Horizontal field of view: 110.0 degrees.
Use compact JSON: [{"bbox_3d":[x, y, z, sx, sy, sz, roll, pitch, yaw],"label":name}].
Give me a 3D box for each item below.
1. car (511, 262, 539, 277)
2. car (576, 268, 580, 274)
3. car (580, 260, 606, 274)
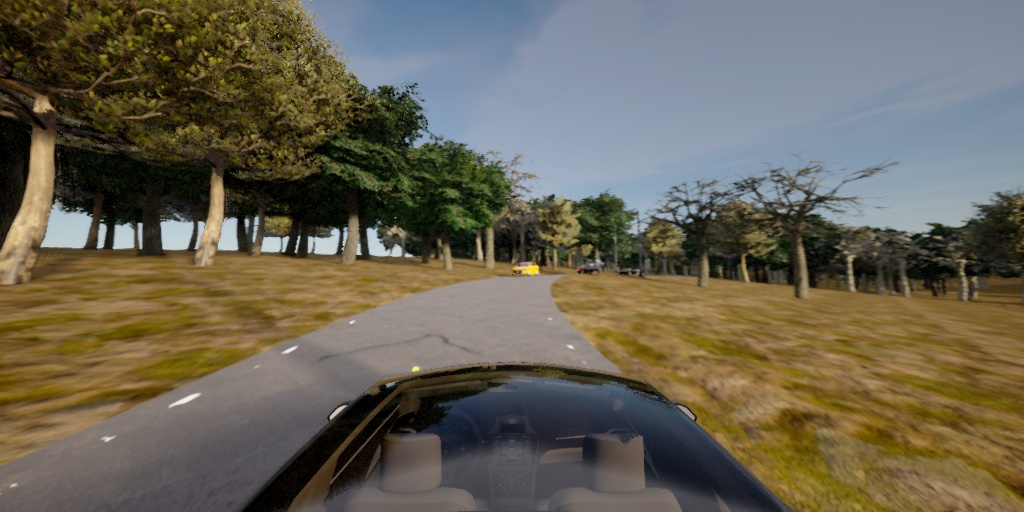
[{"bbox_3d":[1.429,1.393,38.139,1.882,1.535,5.008,-3,-3,21],"label":"car"},{"bbox_3d":[10.913,1.974,50.993,1.895,1.301,4.718,-5,-5,33],"label":"car"},{"bbox_3d":[9.814,1.216,42.245,1.970,1.475,3.806,-4,-4,25],"label":"car"}]
